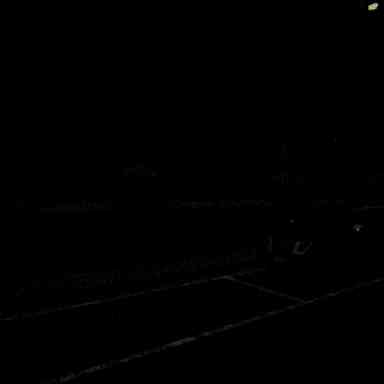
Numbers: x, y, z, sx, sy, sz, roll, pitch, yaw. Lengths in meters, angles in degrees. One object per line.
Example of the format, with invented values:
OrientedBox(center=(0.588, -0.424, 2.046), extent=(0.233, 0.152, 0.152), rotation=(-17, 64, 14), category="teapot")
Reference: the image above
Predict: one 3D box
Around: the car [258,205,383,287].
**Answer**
OrientedBox(center=(4.163, 1.313, 9.503), extent=(5.009, 1.841, 2.192), rotation=(0, 0, -35), category="car")
